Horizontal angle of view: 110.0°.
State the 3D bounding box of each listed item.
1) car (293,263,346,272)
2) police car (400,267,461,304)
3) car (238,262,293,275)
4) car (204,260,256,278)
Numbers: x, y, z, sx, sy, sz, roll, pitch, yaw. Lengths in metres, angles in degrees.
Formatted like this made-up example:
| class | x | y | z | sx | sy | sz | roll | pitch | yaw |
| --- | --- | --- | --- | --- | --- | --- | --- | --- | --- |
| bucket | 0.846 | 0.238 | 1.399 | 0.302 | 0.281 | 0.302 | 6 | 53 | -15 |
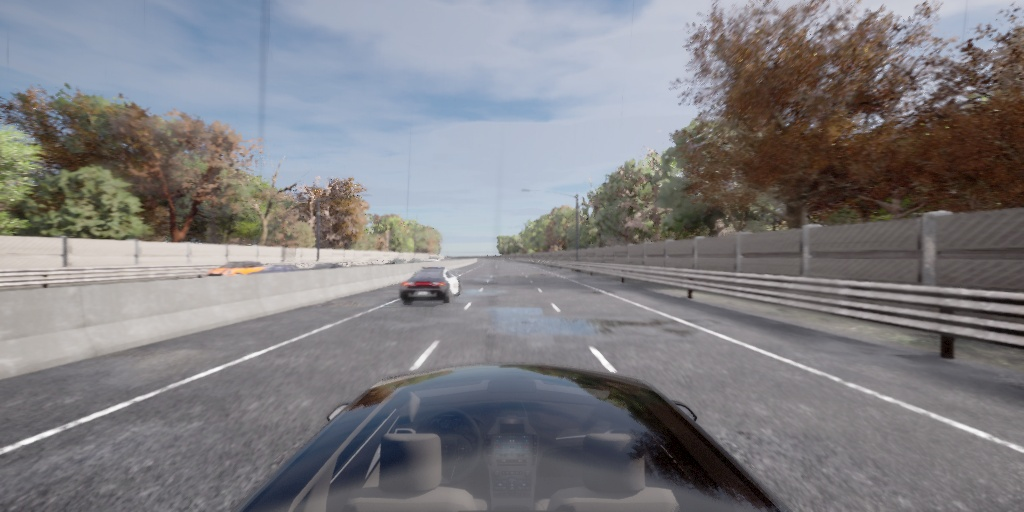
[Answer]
| class | x | y | z | sx | sy | sz | roll | pitch | yaw |
| --- | --- | --- | --- | --- | --- | --- | --- | --- | --- |
| car | -14.271 | 1.326 | 27.545 | 1.837 | 1.490 | 4.892 | 0 | 0 | -1 |
| police car | -3.568 | 1.308 | 16.639 | 2.038 | 1.542 | 4.974 | 0 | 0 | -1 |
| car | -17.770 | 1.372 | 27.483 | 2.033 | 1.411 | 5.357 | 0 | 0 | -1 |
| car | -21.273 | 1.183 | 27.875 | 2.097 | 1.767 | 4.553 | 0 | 0 | -1 |
